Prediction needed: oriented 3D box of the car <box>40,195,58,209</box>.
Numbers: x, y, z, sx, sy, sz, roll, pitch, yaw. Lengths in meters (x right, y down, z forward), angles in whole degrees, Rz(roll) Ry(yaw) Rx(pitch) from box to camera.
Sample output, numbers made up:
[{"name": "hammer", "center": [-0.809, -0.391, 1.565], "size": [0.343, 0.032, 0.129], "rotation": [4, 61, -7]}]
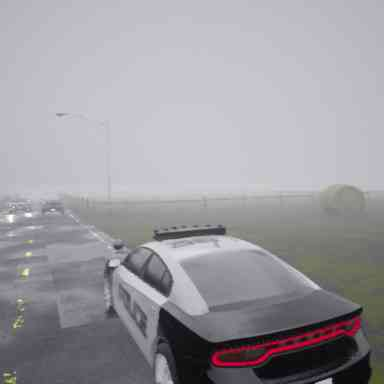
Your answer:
[{"name": "car", "center": [-17.271, 1.201, 40.085], "size": [1.812, 1.442, 4.674], "rotation": [-2, 1, -24]}]

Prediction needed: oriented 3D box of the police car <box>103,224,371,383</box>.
[{"name": "police car", "center": [-0.079, 1.317, 4.946], "size": [1.930, 1.638, 5.238], "rotation": [-2, 1, -25]}]

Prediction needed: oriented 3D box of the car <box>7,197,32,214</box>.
[{"name": "car", "center": [-17.445, 1.310, 33.803], "size": [1.837, 1.490, 4.892], "rotation": [-2, 1, -25]}]

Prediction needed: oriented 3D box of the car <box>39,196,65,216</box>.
[{"name": "car", "center": [-12.686, 1.249, 30.211], "size": [1.837, 1.490, 4.892], "rotation": [-2, 1, -24]}]
